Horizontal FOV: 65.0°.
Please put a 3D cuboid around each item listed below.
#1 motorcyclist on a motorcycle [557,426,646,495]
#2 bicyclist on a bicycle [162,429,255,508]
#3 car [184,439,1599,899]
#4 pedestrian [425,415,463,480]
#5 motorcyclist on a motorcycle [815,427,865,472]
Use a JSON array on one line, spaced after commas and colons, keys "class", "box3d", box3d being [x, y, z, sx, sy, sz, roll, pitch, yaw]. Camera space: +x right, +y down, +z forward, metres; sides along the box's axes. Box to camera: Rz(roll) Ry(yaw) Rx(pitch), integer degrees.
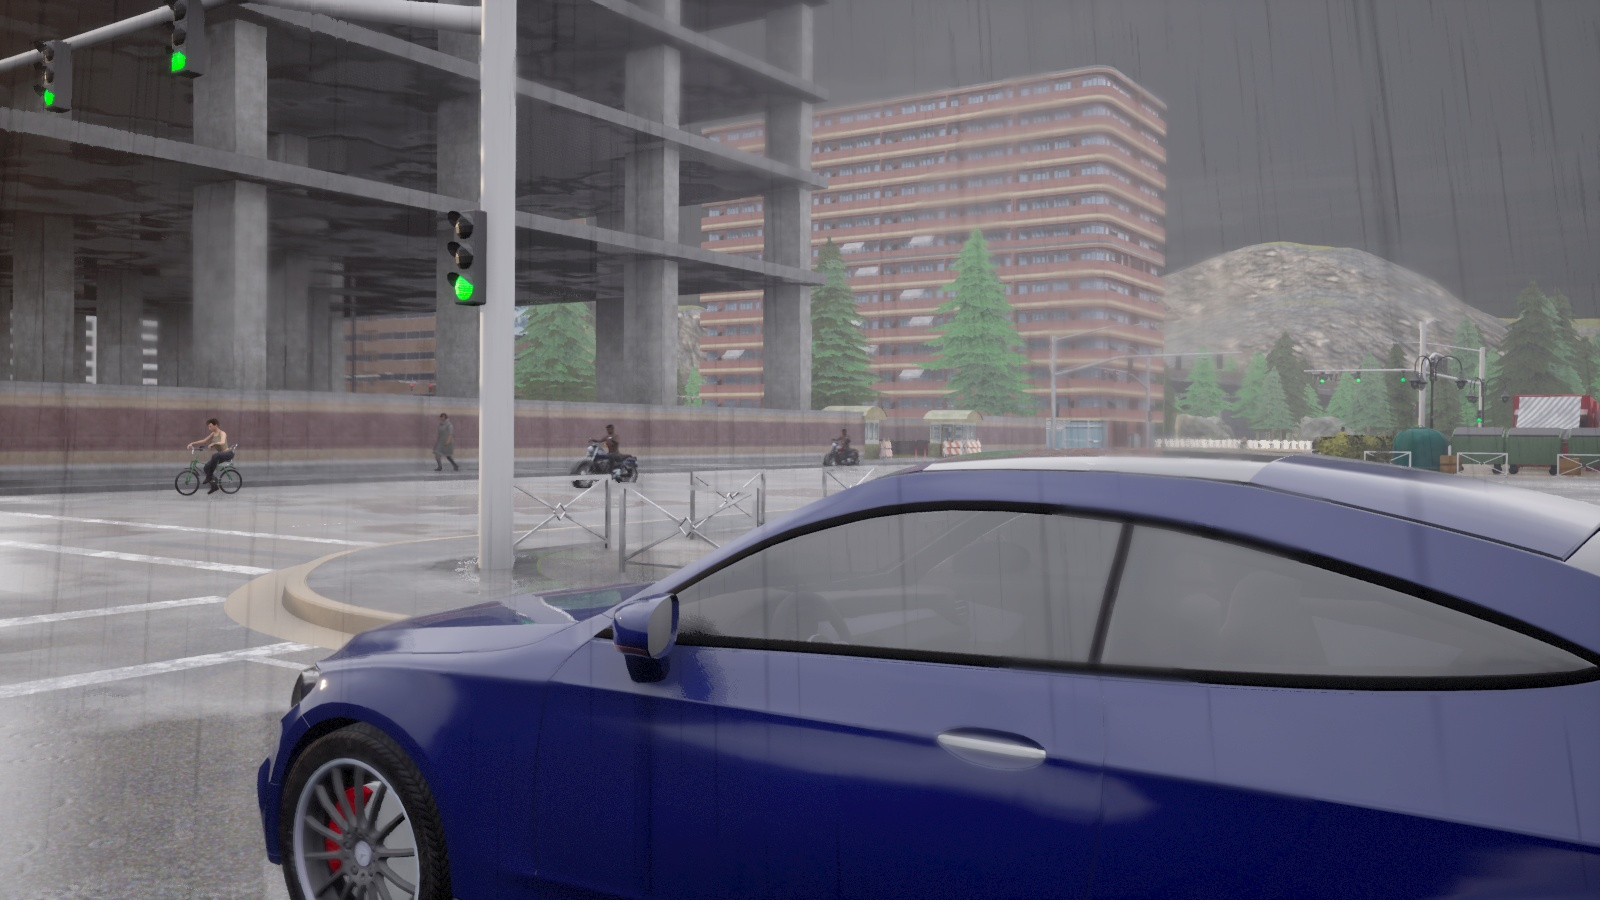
[{"class": "motorcyclist on a motorcycle", "box3d": [-4.925, 0.243, 31.319, 0.766, 1.649, 2.350, 0, 1, 33]}, {"class": "bicyclist on a bicycle", "box3d": [-12.388, 0.365, 26.348, 0.866, 1.612, 1.509, 0, 1, 34]}, {"class": "car", "box3d": [0.620, 0.708, 3.212, 4.674, 1.442, 1.812, 0, 1, 34]}, {"class": "pedestrian", "box3d": [-10.899, -0.089, 38.451, 0.659, 1.952, 0.873, 0, 1, 33]}, {"class": "motorcyclist on a motorcycle", "box3d": [1.518, -0.035, 47.451, 0.766, 1.649, 2.350, 0, 1, 33]}]
